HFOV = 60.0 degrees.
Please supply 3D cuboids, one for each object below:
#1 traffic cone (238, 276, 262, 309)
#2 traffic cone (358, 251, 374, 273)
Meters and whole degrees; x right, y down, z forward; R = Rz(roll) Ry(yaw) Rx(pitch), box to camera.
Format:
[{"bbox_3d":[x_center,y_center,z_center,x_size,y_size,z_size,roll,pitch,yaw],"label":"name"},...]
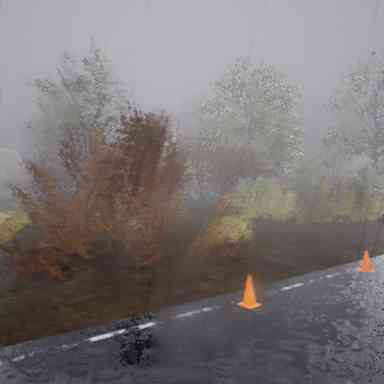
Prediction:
[{"bbox_3d":[1.173,1.991,6.731,0.340,0.580,0.340,0,0,-37],"label":"traffic cone"},{"bbox_3d":[5.101,2.017,9.733,0.340,0.580,0.340,0,0,-38],"label":"traffic cone"}]
